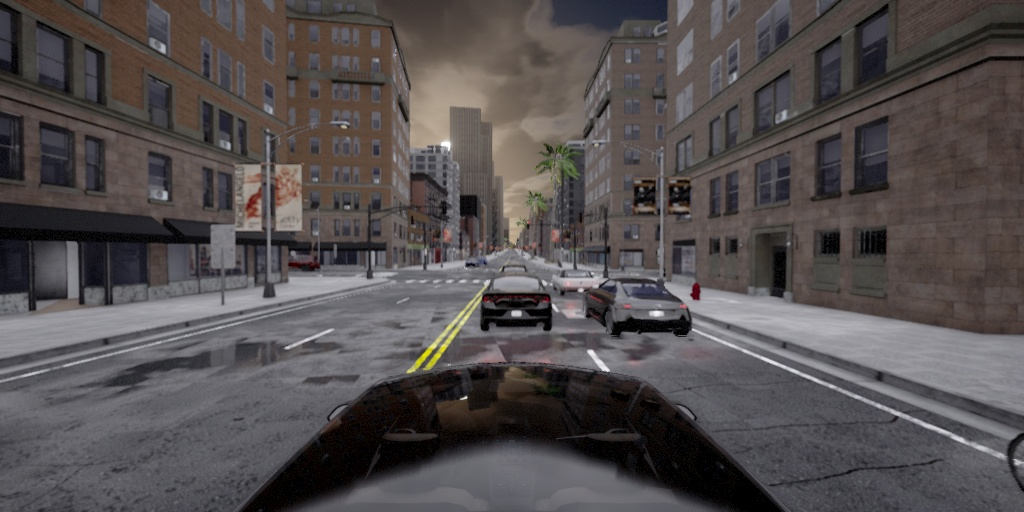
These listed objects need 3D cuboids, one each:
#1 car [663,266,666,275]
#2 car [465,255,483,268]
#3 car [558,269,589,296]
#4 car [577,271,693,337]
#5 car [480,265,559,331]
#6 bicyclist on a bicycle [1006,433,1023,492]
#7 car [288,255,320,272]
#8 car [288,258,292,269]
[{"bbox_3d":[16.262,1.492,33.795,4.313,1.339,1.948,0,0,0],"label":"car"},{"bbox_3d":[-6.474,1.058,58.982,2.097,1.767,4.553,0,0,0],"label":"car"},{"bbox_3d":[3.280,1.337,19.224,1.895,1.301,4.718,0,0,0],"label":"car"},{"bbox_3d":[3.353,1.307,10.325,1.994,1.385,4.181,0,0,0],"label":"car"},{"bbox_3d":[0.115,1.220,11.017,1.882,1.535,5.008,0,0,0],"label":"car"},{"bbox_3d":[4.146,1.203,2.190,0.582,1.620,1.656,0,0,0],"label":"bicyclist on a bicycle"},{"bbox_3d":[-23.831,0.810,39.356,5.009,1.841,2.192,0,0,-8],"label":"car"},{"bbox_3d":[-23.741,1.101,33.528,4.674,1.442,1.812,0,1,-8],"label":"car"}]
